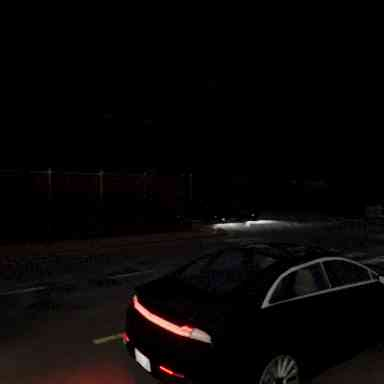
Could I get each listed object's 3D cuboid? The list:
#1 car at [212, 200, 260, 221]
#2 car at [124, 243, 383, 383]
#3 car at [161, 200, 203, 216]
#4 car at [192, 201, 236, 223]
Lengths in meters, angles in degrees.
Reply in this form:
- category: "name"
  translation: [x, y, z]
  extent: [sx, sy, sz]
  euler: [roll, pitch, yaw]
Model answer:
- category: "car"
  translation: [3.833, 1.692, 28.778]
  extent: [1.994, 1.385, 4.181]
  euler: [0, 0, -35]
- category: "car"
  translation: [1.474, 1.506, 4.800]
  extent: [4.902, 1.511, 2.128]
  euler: [0, 0, -36]
- category: "car"
  translation: [-1.189, 1.619, 35.830]
  extent: [2.128, 1.511, 4.902]
  euler: [0, 0, -35]
- category: "car"
  translation: [0.819, 1.662, 26.979]
  extent: [2.033, 1.411, 5.357]
  euler: [0, 0, -35]
